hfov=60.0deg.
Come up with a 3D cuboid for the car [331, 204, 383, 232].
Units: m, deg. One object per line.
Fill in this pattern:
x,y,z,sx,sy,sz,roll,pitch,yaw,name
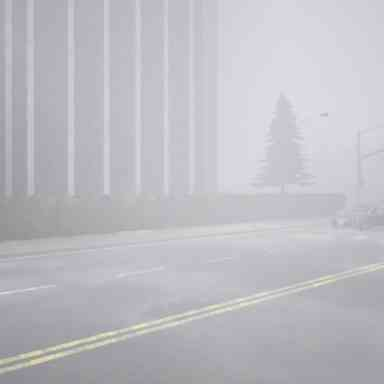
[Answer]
10.244,1.465,19.811,4.902,1.511,2.128,0,0,-35,car
